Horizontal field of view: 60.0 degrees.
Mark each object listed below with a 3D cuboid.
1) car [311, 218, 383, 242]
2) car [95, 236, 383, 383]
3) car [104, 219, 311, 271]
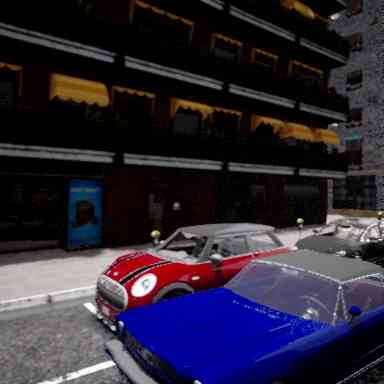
[{"bbox_3d":[4.842,1.494,9.960,4.403,1.369,2.008,0,1,-35],"label":"car"},{"bbox_3d":[1.377,1.580,4.361,4.718,1.301,1.895,0,0,-36],"label":"car"},{"bbox_3d":[0.206,1.417,6.649,4.097,1.590,1.967,0,1,-35],"label":"car"}]
